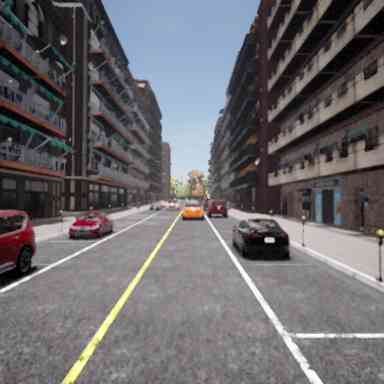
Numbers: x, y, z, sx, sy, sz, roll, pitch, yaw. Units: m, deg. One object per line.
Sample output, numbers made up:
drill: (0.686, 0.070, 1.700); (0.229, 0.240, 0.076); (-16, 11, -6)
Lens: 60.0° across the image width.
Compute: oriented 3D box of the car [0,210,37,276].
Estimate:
car: (-5.674, 1.415, 8.121); (2.192, 1.841, 5.009); (1, -1, 0)

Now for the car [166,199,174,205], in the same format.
car: (-5.646, 2.587, 85.894); (1.752, 1.417, 4.829); (1, -1, 0)

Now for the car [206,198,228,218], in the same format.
car: (2.717, 1.755, 35.923); (2.192, 1.841, 5.009); (1, -1, 0)

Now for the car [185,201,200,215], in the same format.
car: (0.104, 2.008, 43.229); (1.882, 1.535, 5.008); (0, 0, 0)

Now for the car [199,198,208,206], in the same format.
car: (2.734, 2.309, 80.463); (2.192, 1.841, 5.009); (1, -1, 0)

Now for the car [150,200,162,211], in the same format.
car: (-5.660, 2.197, 52.659); (2.008, 1.369, 4.403); (1, -1, 0)

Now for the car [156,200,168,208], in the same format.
car: (-5.655, 2.308, 63.625); (1.752, 1.417, 4.829); (1, -1, 0)

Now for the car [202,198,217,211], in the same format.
car: (2.723, 1.961, 52.625); (2.192, 1.841, 5.009); (1, -1, 0)

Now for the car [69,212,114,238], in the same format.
car: (-5.674, 1.818, 19.253); (1.802, 1.307, 4.206); (1, -1, 0)

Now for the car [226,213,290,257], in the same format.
car: (2.705, 1.734, 13.649); (1.947, 1.339, 4.313); (1, -1, 0)

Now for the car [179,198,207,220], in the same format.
car: (0.108, 1.754, 32.775); (2.097, 1.767, 4.553); (0, -1, 0)

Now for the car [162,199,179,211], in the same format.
car: (-3.027, 1.996, 52.526); (2.097, 1.767, 4.553); (0, -1, 0)
